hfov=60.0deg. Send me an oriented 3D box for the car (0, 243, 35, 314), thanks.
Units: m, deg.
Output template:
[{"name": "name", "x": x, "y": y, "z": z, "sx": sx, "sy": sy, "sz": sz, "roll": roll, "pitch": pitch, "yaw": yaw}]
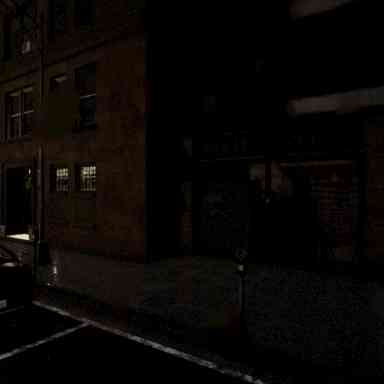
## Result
[{"name": "car", "x": -4.816, "y": 1.550, "z": 6.504, "sx": 4.403, "sy": 1.369, "sz": 2.008, "roll": 0, "pitch": 0, "yaw": 35}]
